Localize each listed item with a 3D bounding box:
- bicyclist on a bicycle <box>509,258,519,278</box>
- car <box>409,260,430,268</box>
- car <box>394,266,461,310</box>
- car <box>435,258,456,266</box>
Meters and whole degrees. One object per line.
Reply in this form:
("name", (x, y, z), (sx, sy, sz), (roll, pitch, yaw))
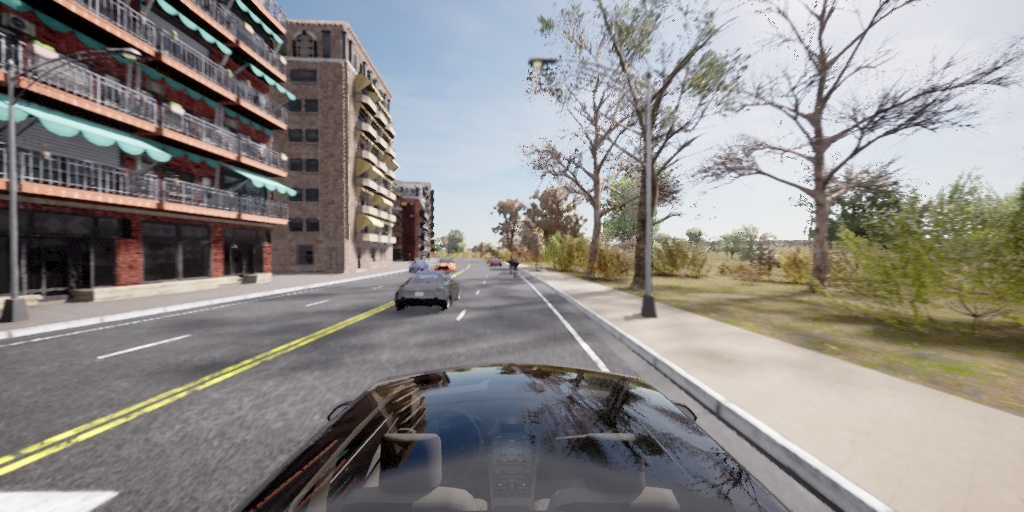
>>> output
("bicyclist on a bicycle", (0.302, 1.064, 30.494), (0.659, 1.776, 1.843), (0, 0, -2))
("car", (-11.057, 1.225, 43.035), (1.812, 1.442, 4.674), (0, 0, -3))
("car", (-3.283, 1.299, 14.577), (1.994, 1.385, 4.181), (0, 0, -1))
("car", (-7.751, 1.043, 42.133), (2.097, 1.767, 4.553), (0, 0, -3))
